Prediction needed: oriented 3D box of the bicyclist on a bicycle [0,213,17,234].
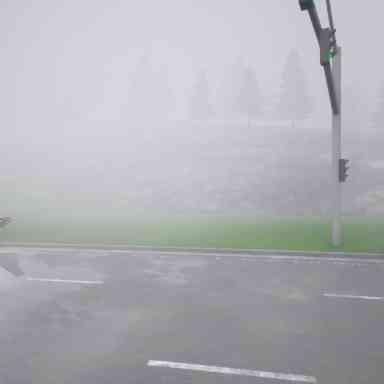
[{"bbox_3d":[-9.323,1.597,15.852,0.582,1.656,1.620,47,17,15],"label":"bicyclist on a bicycle"}]
